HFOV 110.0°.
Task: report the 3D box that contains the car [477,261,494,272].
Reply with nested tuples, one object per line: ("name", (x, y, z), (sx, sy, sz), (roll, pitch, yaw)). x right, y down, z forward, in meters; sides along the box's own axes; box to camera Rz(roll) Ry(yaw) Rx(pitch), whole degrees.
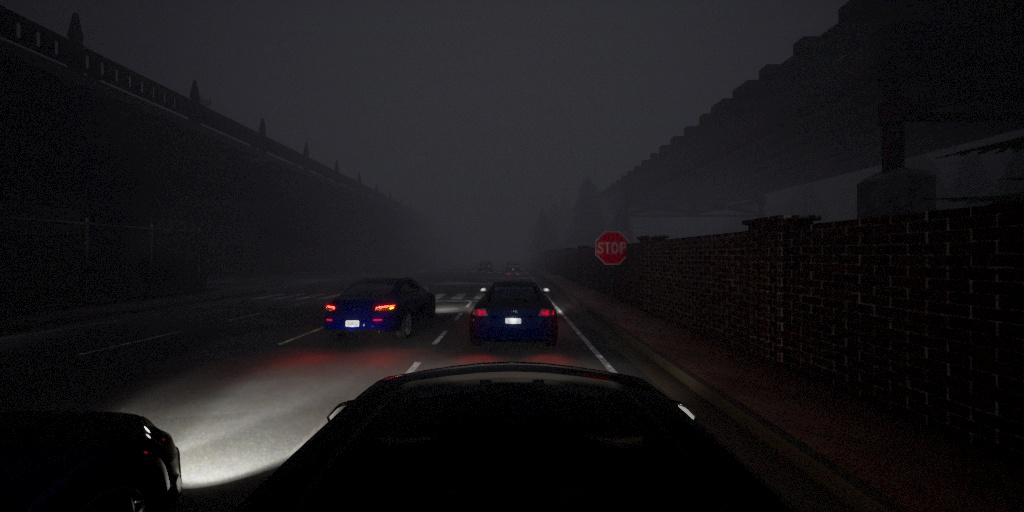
("car", (-3.388, 1.297, 46.016), (2.033, 1.411, 5.357), (0, 0, -1))

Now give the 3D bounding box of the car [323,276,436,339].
("car", (-3.412, 1.276, 9.952), (1.812, 1.442, 4.674), (0, 0, 0))

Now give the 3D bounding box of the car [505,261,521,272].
("car", (0.106, 1.351, 46.221), (1.895, 1.301, 4.718), (0, 0, -1))

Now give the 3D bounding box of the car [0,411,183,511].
("car", (-3.399, 1.314, 0.856), (1.994, 1.385, 4.181), (0, 0, 0))

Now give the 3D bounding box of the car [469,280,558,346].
("car", (0.070, 1.314, 9.429), (1.994, 1.385, 4.181), (0, 0, 1))
